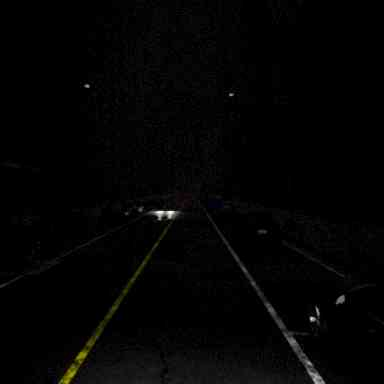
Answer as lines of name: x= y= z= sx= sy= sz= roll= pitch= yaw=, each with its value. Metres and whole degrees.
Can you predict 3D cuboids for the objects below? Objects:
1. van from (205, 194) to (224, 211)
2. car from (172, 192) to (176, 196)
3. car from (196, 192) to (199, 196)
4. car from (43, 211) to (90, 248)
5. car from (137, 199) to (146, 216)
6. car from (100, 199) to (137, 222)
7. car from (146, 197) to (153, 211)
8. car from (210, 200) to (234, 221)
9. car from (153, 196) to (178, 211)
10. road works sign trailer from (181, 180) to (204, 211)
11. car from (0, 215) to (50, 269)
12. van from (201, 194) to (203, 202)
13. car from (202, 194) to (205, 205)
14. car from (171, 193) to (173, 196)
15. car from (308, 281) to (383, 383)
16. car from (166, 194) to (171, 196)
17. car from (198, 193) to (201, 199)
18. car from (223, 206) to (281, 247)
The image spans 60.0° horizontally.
van: x=2.672 y=1.256 z=37.184 sx=1.690 sy=1.788 sz=3.998 roll=1 pitch=0 yaw=0
car: x=-5.863 y=1.324 z=87.801 sx=1.802 sy=1.307 sz=4.206 roll=1 pitch=0 yaw=0
car: x=2.664 y=1.309 z=82.183 sx=1.887 sy=1.381 sz=4.507 roll=1 pitch=0 yaw=0
car: x=-5.853 y=1.535 z=14.682 sx=1.947 sy=1.339 sz=4.313 roll=1 pitch=0 yaw=0
car: x=-5.854 y=1.370 z=31.555 sx=1.967 sy=1.590 sz=4.097 roll=1 pitch=0 yaw=0
car: x=-5.854 y=1.488 z=25.931 sx=1.887 sy=1.381 sz=4.507 roll=1 pitch=0 yaw=0
car: x=-5.856 y=1.459 z=37.180 sx=1.887 sy=1.381 sz=4.507 roll=1 pitch=0 yaw=0
car: x=2.671 y=1.526 z=25.936 sx=1.802 sy=1.307 sz=4.206 roll=1 pitch=0 yaw=0
car: x=-3.099 y=1.472 z=39.330 sx=1.994 sy=1.385 sz=4.181 roll=0 pitch=0 yaw=0
road works sign trailer: x=-0.005 y=0.375 z=38.642 sx=2.380 sy=3.560 sz=2.880 roll=0 pitch=0 yaw=0
car: x=-5.852 y=1.547 z=9.058 sx=1.947 sy=1.339 sz=4.313 roll=1 pitch=0 yaw=0
van: x=2.671 y=1.223 z=48.435 sx=1.690 sy=1.788 sz=3.998 roll=1 pitch=0 yaw=0
car: x=2.671 y=1.339 z=42.809 sx=1.967 sy=1.590 sz=4.097 roll=1 pitch=0 yaw=0
car: x=-5.861 y=1.312 z=76.381 sx=1.752 sy=1.417 sz=4.829 roll=1 pitch=0 yaw=0
car: x=2.675 y=1.559 z=3.437 sx=1.947 sy=1.339 sz=4.313 roll=1 pitch=0 yaw=0
car: x=-5.859 y=1.377 z=65.302 sx=2.008 sy=1.369 sz=4.403 roll=1 pitch=0 yaw=0
car: x=2.666 y=1.377 z=65.309 sx=2.008 sy=1.369 sz=4.403 roll=1 pitch=0 yaw=0
car: x=2.673 y=1.535 z=14.686 sx=1.947 sy=1.339 sz=4.313 roll=1 pitch=0 yaw=0
